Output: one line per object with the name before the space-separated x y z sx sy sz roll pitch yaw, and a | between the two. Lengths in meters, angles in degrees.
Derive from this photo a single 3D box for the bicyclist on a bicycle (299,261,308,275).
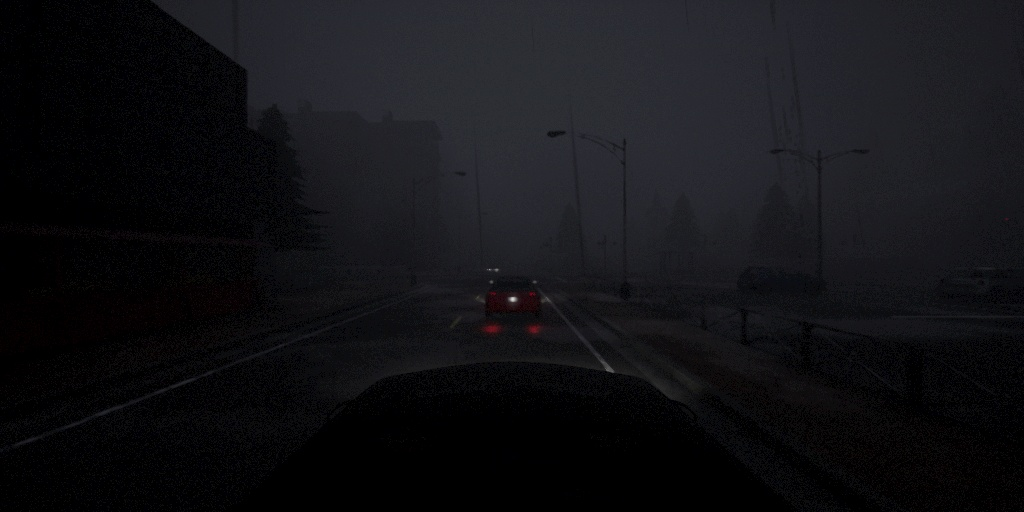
bicyclist on a bicycle | -22.977 1.344 39.576 0.582 1.620 1.656 0 0 -1

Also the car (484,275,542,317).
car | 0.045 1.401 13.678 1.994 1.385 4.181 0 0 0
